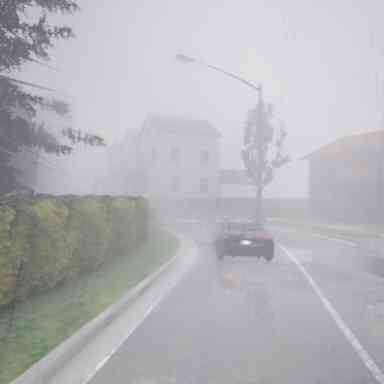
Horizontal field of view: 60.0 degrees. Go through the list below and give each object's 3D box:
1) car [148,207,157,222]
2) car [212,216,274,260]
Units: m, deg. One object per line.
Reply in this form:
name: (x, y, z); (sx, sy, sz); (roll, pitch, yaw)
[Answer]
car: (-4.815, 1.562, 25.987); (4.674, 1.442, 1.812); (0, -1, 35)
car: (1.830, 1.617, 12.715); (1.994, 1.385, 4.181); (1, 0, 3)
